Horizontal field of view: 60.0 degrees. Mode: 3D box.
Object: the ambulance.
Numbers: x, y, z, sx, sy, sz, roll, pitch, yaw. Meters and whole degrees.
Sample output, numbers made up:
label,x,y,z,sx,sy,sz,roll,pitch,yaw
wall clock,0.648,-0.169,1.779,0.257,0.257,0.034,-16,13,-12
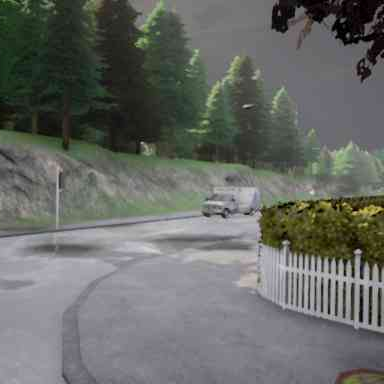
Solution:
label,x,y,z,sx,sy,sz,roll,pitch,yaw
ambulance,3.254,0.821,27.080,2.351,2.431,6.366,1,1,36
